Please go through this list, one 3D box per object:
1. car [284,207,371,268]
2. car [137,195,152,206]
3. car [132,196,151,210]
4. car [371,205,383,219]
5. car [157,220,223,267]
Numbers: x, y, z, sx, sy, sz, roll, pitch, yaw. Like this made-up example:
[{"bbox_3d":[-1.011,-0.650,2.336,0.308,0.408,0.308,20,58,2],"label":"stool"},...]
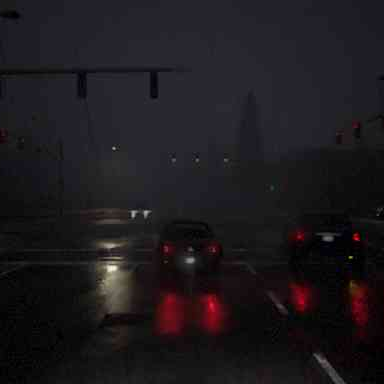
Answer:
[{"bbox_3d":[4.477,1.382,11.781,2.097,1.767,4.553,0,0,14],"label":"car"},{"bbox_3d":[-8.707,1.506,60.298,2.097,1.767,4.553,0,0,-17],"label":"car"},{"bbox_3d":[-6.776,1.592,44.530,1.882,1.535,5.008,0,0,-1],"label":"car"},{"bbox_3d":[17.285,1.425,28.051,4.553,1.767,2.097,0,0,0],"label":"car"},{"bbox_3d":[-0.239,1.631,11.509,1.895,1.301,4.718,0,0,-5],"label":"car"}]
